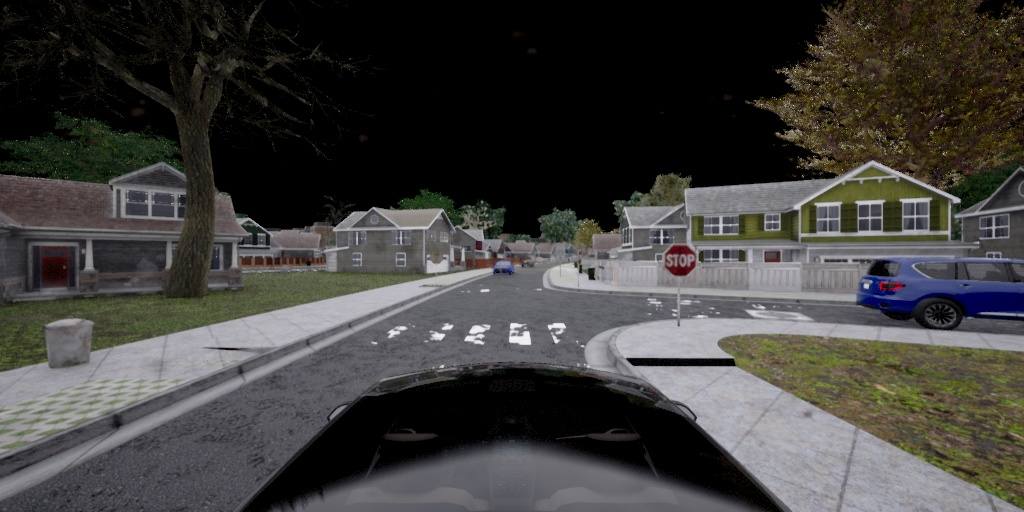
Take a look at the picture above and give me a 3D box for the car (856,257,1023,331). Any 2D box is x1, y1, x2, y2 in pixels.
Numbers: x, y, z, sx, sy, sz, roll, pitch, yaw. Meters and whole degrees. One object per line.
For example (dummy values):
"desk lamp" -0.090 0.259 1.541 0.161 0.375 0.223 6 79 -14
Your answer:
"car" 13.591 1.057 10.180 5.566 2.045 2.150 0 0 24

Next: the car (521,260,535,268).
"car" 2.801 1.311 62.257 2.033 1.411 5.357 0 0 11

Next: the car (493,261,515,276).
"car" -0.831 1.226 37.987 1.882 1.535 5.008 0 0 7
